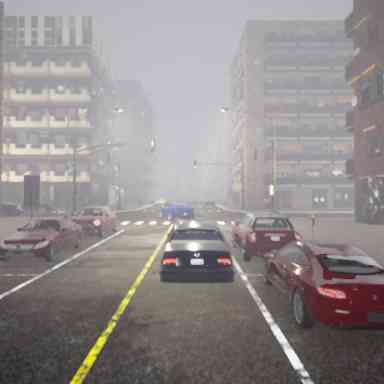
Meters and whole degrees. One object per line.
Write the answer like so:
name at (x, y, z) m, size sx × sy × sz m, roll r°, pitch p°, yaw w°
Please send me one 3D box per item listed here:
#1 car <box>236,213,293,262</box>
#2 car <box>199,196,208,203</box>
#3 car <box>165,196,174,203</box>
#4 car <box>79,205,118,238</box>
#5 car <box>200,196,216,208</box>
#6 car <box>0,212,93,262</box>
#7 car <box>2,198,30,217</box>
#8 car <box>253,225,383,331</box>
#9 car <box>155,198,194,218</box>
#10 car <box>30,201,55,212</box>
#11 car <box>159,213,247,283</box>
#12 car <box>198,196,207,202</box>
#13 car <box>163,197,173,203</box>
car at (2.584, 1.471, 12.245) m, size 1.967 × 1.590 × 4.097 m, roll 1°, pitch 0°, yaw 0°
car at (2.631, 1.736, 78.698) m, size 1.887 × 1.381 × 4.507 m, roll 1°, pitch 0°, yaw 0°
car at (-5.250, 1.736, 78.674) m, size 1.887 × 1.381 × 4.507 m, roll 1°, pitch 0°, yaw 0°
car at (-5.301, 1.485, 17.778) m, size 1.967 × 1.590 × 4.097 m, roll 1°, pitch 0°, yaw 0°
car at (2.610, 1.675, 50.344) m, size 2.008 × 1.369 × 4.403 m, roll 1°, pitch 0°, yaw 0°
car at (-5.302, 1.613, 12.228) m, size 1.802 × 1.307 × 4.206 m, roll 1°, pitch 0°, yaw 0°
car at (-17.541, 1.307, 29.298) m, size 5.009 × 1.841 × 2.192 m, roll 0°, pitch -1°, yaw 0°
car at (2.579, 1.599, 6.695) m, size 1.802 × 1.307 × 4.206 m, roll 1°, pitch 0°, yaw 0°
car at (-1.408, 1.548, 28.175) m, size 1.882 × 1.535 × 5.008 m, roll 1°, pitch 0°, yaw -21°
car at (-17.597, 1.675, 37.173) m, size 4.313 × 1.339 × 1.947 m, roll 0°, pitch -1°, yaw 0°
car at (0.107, 1.572, 9.754) m, size 2.033 × 1.411 × 5.357 m, roll 0°, pitch 0°, yaw 0°
car at (2.635, 1.755, 84.369) m, size 2.008 × 1.369 × 4.403 m, roll 1°, pitch 0°, yaw 0°
car at (-5.254, 1.743, 73.003) m, size 1.947 × 1.339 × 4.313 m, roll 1°, pitch 0°, yaw 0°
